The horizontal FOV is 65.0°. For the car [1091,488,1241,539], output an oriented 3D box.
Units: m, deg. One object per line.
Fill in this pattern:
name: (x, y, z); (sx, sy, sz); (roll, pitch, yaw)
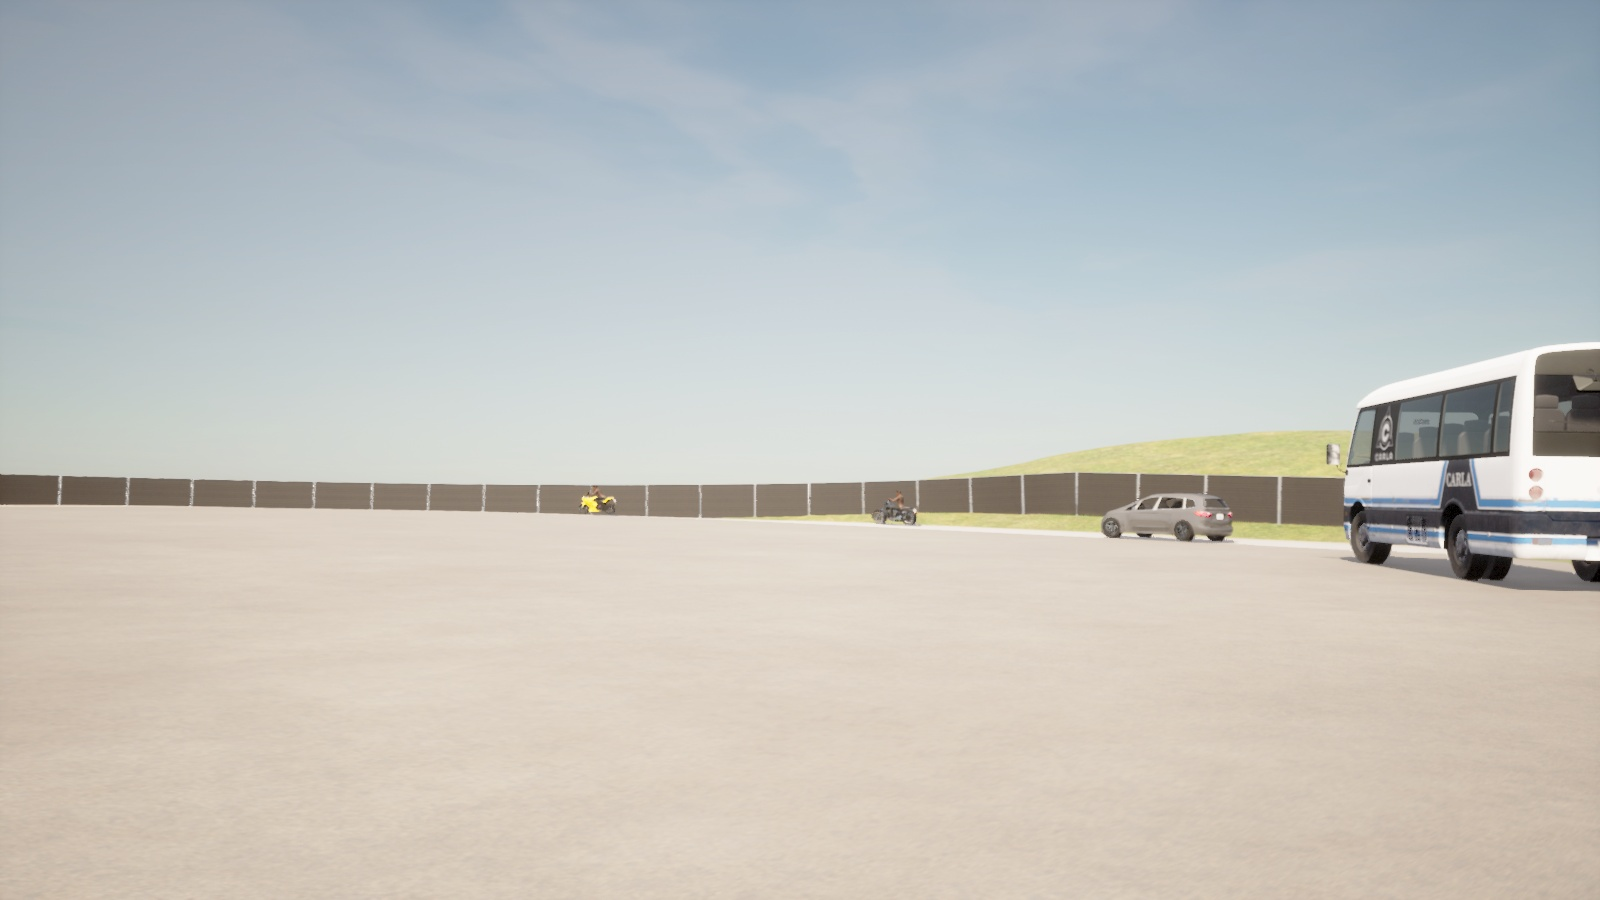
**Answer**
car: (12.885, 2.223, 44.447); (2.242, 1.667, 4.611); (3, -3, -40)

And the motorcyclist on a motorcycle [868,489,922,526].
motorcyclist on a motorcycle: (4.268, 2.579, 56.547); (2.350, 1.649, 0.766); (-1, -2, 39)

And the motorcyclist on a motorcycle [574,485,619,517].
motorcyclist on a motorcycle: (-10.231, 2.571, 63.275); (2.044, 1.523, 0.797); (1, -2, 14)

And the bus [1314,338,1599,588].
bus: (14.360, 0.404, 26.456); (3.944, 4.253, 10.273); (1, -2, 7)
